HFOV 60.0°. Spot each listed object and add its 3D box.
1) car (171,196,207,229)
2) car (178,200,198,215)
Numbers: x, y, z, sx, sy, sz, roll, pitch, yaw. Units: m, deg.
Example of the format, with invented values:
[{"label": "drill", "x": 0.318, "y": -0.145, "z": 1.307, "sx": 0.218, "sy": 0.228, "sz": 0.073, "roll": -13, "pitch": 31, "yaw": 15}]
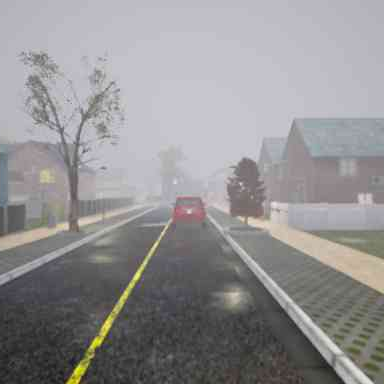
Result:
[{"label": "car", "x": -0.192, "y": 1.257, "z": 22.089, "sx": 2.150, "sy": 2.045, "sz": 5.566, "roll": 0, "pitch": 0, "yaw": -1}, {"label": "car", "x": -0.423, "y": 1.631, "z": 37.043, "sx": 2.033, "sy": 1.411, "sz": 5.357, "roll": 0, "pitch": 0, "yaw": -1}]
